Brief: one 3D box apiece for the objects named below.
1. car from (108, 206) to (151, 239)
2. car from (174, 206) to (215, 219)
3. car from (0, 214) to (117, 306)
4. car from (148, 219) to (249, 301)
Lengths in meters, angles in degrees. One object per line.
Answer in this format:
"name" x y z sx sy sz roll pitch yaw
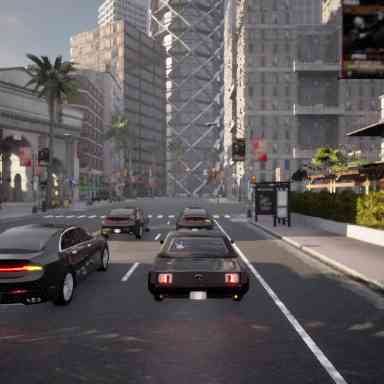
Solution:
"car" -3.362 1.505 17.433 1.837 1.490 4.892 0 0 0
"car" 0.137 1.505 17.548 1.837 1.490 4.892 0 0 0
"car" -3.370 1.505 8.027 1.837 1.490 4.892 0 0 0
"car" 0.122 1.601 8.285 1.895 1.301 4.718 0 0 0
